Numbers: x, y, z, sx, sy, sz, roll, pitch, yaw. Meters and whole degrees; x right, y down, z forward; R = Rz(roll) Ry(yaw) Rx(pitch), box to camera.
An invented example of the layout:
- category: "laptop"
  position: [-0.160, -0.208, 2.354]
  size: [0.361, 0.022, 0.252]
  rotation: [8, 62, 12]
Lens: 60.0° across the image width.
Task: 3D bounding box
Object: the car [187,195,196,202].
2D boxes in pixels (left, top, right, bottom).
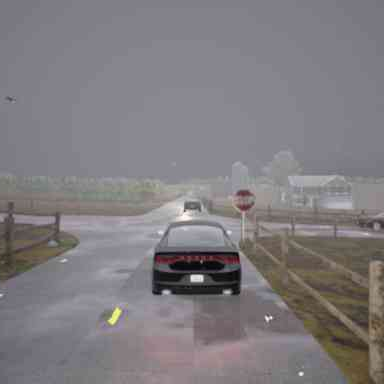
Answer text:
- category: "car"
  position: [-0.127, 1.529, 79.828]
  size: [2.128, 1.511, 4.902]
  rotation: [0, 0, 0]

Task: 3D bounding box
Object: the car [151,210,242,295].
- category: "car"
  position: [0.086, 1.459, 8.684]
  size: [1.882, 1.535, 5.008]
  rotation: [0, 0, 0]

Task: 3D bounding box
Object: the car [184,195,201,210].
- category: "car"
  position: [0.037, 1.447, 38.899]
  size: [1.882, 1.535, 5.008]
  rotation: [0, 0, 0]

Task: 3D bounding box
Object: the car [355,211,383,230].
- category: "car"
  position: [14.805, 2.092, 24.707]
  size: [5.008, 1.535, 1.882]
  rotation: [2, 1, -1]
